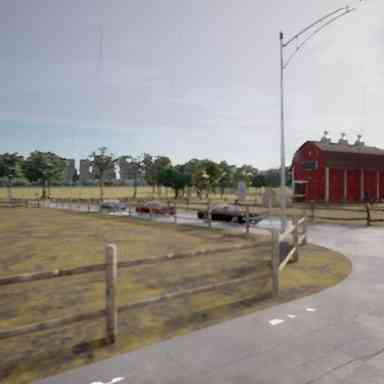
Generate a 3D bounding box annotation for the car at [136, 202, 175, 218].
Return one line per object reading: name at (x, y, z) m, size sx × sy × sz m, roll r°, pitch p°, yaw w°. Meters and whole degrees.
car at (-3.306, 1.535, 30.258) m, size 1.895 × 1.301 × 4.718 m, roll -2°, pitch 1°, yaw -35°

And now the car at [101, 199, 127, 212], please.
car at (-9.239, 1.522, 38.653) m, size 1.812 × 1.442 × 4.674 m, roll -2°, pitch 1°, yaw -35°

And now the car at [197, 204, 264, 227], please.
car at (2.469, 1.508, 22.128) m, size 1.895 × 1.301 × 4.718 m, roll -2°, pitch 1°, yaw -36°
